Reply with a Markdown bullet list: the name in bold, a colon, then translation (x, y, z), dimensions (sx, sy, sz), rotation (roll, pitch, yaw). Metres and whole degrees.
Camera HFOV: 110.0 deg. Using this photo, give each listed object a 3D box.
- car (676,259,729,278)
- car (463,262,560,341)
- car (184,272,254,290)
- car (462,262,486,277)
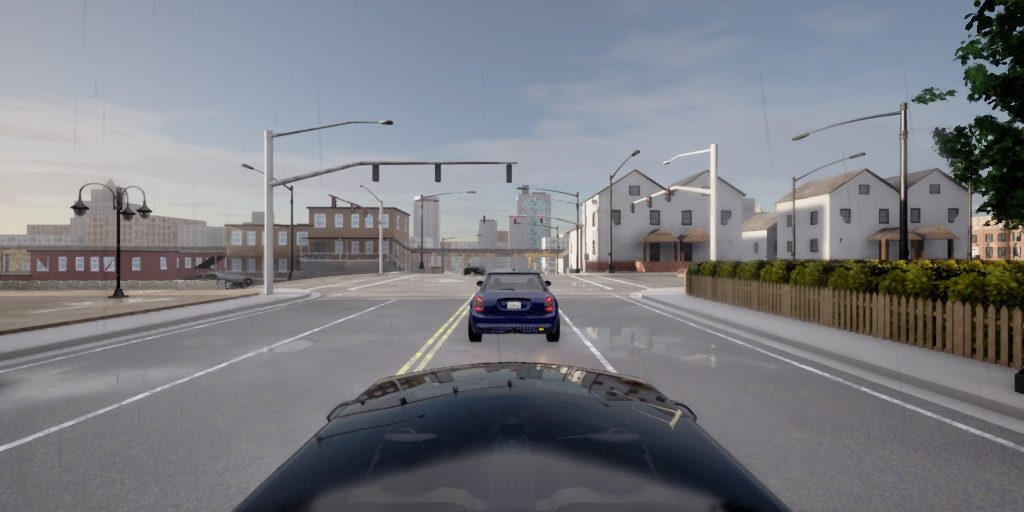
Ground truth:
- **car**: translation (16.784, 1.101, 31.123), dimensions (4.553, 1.767, 2.097), rotation (0, 0, -1)
- **car**: translation (0.054, 1.102, 10.009), dimensions (2.097, 1.767, 4.553), rotation (0, 0, 0)
- **car**: translation (-22.125, 1.945, 26.789), dimensions (4.892, 1.490, 1.837), rotation (-7, 0, -1)
- **car**: translation (-3.672, 1.283, 35.376), dimensions (1.895, 1.301, 4.718), rotation (0, 0, 0)
